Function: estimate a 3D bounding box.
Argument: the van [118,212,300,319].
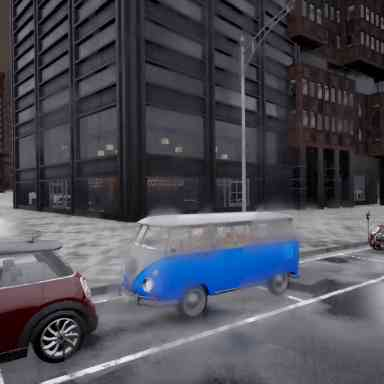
[{"bbox_3d":[0.534,1.339,7.052,3.998,1.788,1.690,0,-1,-36],"label":"van"}]

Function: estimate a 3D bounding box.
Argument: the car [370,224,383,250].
[{"bbox_3d":[8.629,1.434,12.839,4.097,1.590,1.967,0,-1,-36],"label":"car"}]

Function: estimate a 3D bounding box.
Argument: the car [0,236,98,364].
[{"bbox_3d":[-3.440,1.440,4.209,4.097,1.590,1.967,0,-1,-36],"label":"car"}]
